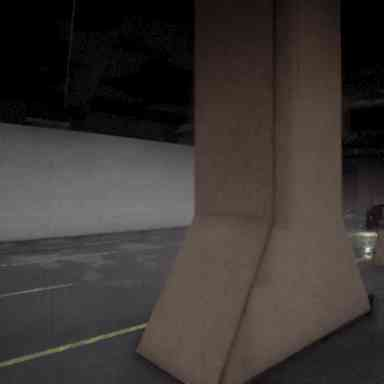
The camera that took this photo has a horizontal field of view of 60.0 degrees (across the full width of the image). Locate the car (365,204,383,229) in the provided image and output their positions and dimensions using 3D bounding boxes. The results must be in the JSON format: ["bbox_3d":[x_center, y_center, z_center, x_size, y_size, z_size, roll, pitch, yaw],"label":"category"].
[{"bbox_3d":[12.784,1.566,22.013,1.882,1.535,5.008,0,0,33],"label":"car"}]
